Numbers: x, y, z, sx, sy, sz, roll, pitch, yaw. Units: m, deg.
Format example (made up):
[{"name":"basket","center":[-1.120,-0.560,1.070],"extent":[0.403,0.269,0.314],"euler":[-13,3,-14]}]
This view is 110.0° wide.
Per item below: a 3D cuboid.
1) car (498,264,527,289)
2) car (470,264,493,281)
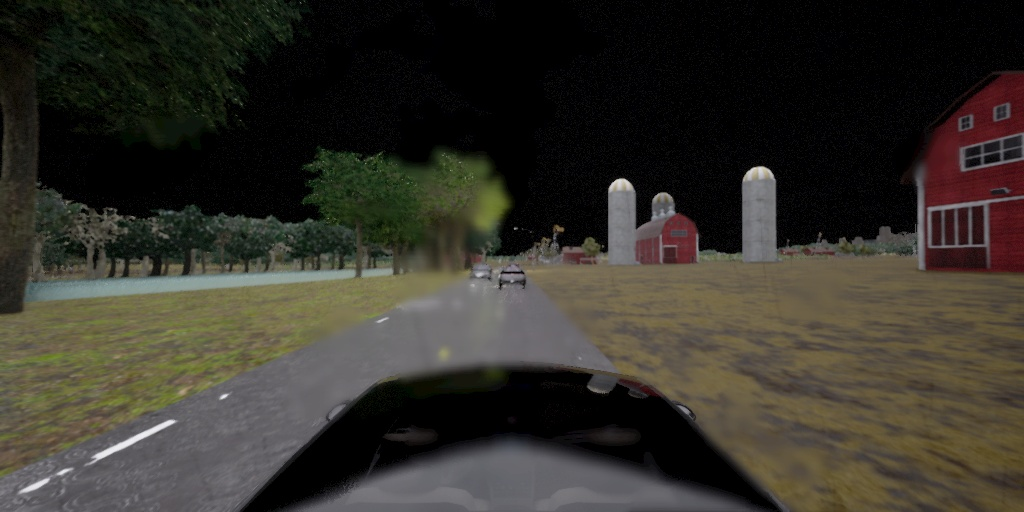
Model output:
[{"name":"car","center":[0.043,1.424,25.150],"extent":[2.128,1.511,4.902],"euler":[0,-1,1]},{"name":"car","center":[-2.777,1.528,33.696],"extent":[2.128,1.511,4.902],"euler":[0,-1,0]}]
